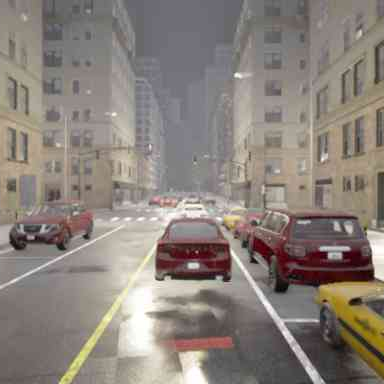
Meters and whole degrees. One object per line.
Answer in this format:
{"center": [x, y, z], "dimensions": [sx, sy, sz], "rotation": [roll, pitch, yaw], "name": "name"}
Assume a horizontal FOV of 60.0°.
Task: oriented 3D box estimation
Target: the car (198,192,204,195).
{"center": [2.777, 1.334, 73.732], "dimensions": [1.802, 1.307, 4.206], "rotation": [1, 0, 0], "name": "car"}

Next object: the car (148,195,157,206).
{"center": [-5.751, 1.421, 52.045], "dimensions": [1.887, 1.381, 4.507], "rotation": [0, 0, 0], "name": "car"}

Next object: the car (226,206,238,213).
{"center": [2.769, 1.510, 20.103], "dimensions": [1.752, 1.417, 4.829], "rotation": [0, 0, 0], "name": "car"}

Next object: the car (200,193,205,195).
{"center": [2.776, 1.343, 63.053], "dimensions": [1.752, 1.417, 4.829], "rotation": [1, 0, 0], "name": "car"}

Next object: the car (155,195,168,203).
{"center": [-5.749, 1.363, 62.892], "dimensions": [1.887, 1.381, 4.507], "rotation": [1, 0, 0], "name": "car"}

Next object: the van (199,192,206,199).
{"center": [2.782, 0.982, 90.000], "dimensions": [1.690, 1.788, 3.998], "rotation": [1, 0, 0], "name": "van"}

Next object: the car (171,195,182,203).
{"center": [-2.993, 1.373, 64.611], "dimensions": [1.994, 1.385, 4.181], "rotation": [0, 0, 0], "name": "car"}

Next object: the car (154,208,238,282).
{"center": [0.021, 1.476, 9.829], "dimensions": [1.882, 1.535, 5.008], "rotation": [0, 0, 0], "name": "car"}

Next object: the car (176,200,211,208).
{"center": [0.100, 1.508, 21.682], "dimensions": [1.812, 1.442, 4.674], "rotation": [0, 0, 0], "name": "car"}

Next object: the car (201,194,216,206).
{"center": [2.774, 1.427, 52.037], "dimensions": [2.008, 1.369, 4.403], "rotation": [0, 0, 0], "name": "car"}

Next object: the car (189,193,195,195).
{"center": [0.009, 1.160, 87.354], "dimensions": [1.837, 1.490, 4.892], "rotation": [0, 0, 0], "name": "car"}

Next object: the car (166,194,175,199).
{"center": [-5.745, 1.191, 90.008], "dimensions": [2.008, 1.369, 4.403], "rotation": [1, 0, 0], "name": "car"}

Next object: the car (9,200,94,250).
{"center": [-5.756, 1.309, 14.387], "dimensions": [2.192, 1.841, 5.009], "rotation": [0, 0, 0], "name": "car"}

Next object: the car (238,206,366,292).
{"center": [2.768, 1.314, 8.827], "dimensions": [2.192, 1.841, 5.009], "rotation": [0, 0, 0], "name": "car"}

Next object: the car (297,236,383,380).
{"center": [2.767, 1.526, 3.443], "dimensions": [1.752, 1.417, 4.829], "rotation": [0, 0, 0], "name": "car"}

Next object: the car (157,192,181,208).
{"center": [-3.144, 1.256, 45.877], "dimensions": [2.097, 1.767, 4.553], "rotation": [0, 0, 2], "name": "car"}

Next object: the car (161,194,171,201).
{"center": [-5.747, 1.192, 73.739], "dimensions": [1.967, 1.590, 4.097], "rotation": [1, 0, 0], "name": "car"}

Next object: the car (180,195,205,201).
{"center": [0.100, 1.438, 37.839], "dimensions": [2.128, 1.511, 4.902], "rotation": [0, 0, 0], "name": "car"}

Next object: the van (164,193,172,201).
{"center": [-5.745, 1.057, 79.161], "dimensions": [1.690, 1.788, 3.998], "rotation": [1, 0, 0], "name": "van"}

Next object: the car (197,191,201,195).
{"center": [2.780, 1.120, 84.577], "dimensions": [1.967, 1.590, 4.097], "rotation": [1, 0, 0], "name": "car"}

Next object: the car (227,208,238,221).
{"center": [2.768, 1.576, 14.378], "dimensions": [1.802, 1.307, 4.206], "rotation": [0, 0, 0], "name": "car"}

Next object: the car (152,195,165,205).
{"center": [-5.749, 1.289, 57.469], "dimensions": [1.967, 1.590, 4.097], "rotation": [1, 0, 0], "name": "car"}
